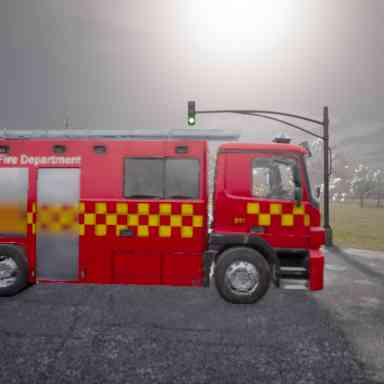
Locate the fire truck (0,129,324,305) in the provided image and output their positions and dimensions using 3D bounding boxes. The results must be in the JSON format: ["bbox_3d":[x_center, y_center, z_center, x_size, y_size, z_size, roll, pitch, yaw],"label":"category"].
[{"bbox_3d":[-1.453,0.366,8.157,8.468,3.827,2.891,1,0,4],"label":"fire truck"}]
